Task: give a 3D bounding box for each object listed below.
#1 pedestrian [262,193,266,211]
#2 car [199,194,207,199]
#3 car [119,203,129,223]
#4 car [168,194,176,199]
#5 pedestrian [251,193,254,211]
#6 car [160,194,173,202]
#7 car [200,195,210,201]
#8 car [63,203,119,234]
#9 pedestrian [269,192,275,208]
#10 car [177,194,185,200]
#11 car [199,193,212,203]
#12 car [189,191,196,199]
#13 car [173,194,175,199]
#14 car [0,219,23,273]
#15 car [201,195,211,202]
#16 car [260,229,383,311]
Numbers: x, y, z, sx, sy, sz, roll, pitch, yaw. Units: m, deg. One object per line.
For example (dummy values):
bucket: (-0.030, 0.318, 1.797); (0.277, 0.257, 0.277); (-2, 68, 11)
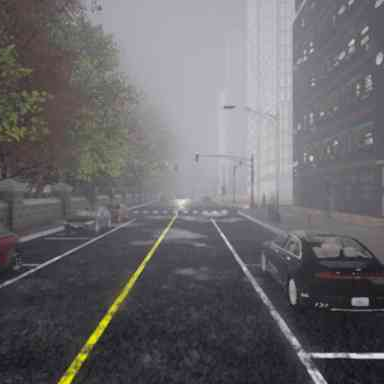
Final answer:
pedestrian: (7.215, 0.966, 33.399); (0.375, 1.860, 0.375); (0, 0, 0)
car: (2.910, 1.220, 90.218); (1.887, 1.381, 4.507); (0, 0, 0)
car: (-5.760, 1.443, 24.157); (1.887, 1.381, 4.507); (0, 0, 0)
car: (-5.471, 1.201, 90.068); (1.752, 1.417, 4.829); (0, 0, 0)
pedestrian: (6.218, 0.990, 34.602); (0.375, 1.860, 0.375); (0, 0, 0)
car: (-5.526, 1.324, 67.707); (1.802, 1.307, 4.206); (0, 0, 0)
car: (2.868, 1.290, 73.320); (1.947, 1.339, 4.313); (0, 0, 0)
car: (-5.721, 1.471, 18.617); (2.008, 1.369, 4.403); (0, 0, 0)
pedestrian: (8.217, 0.888, 33.997); (0.375, 1.860, 0.375); (0, 0, 0)
car: (-2.799, 1.246, 83.561); (1.994, 1.385, 4.181); (0, 0, 0)
car: (2.841, 1.327, 62.055); (1.947, 1.339, 4.313); (0, 0, 0)
car: (0.214, 1.210, 88.931); (2.033, 1.411, 5.357); (0, 0, 0)
car: (-5.498, 1.147, 78.972); (1.967, 1.590, 4.097); (0, 0, 0)
car: (-5.670, 1.407, 7.541); (1.967, 1.590, 4.097); (0, 0, 0)
car: (2.855, 1.308, 67.687); (1.947, 1.339, 4.313); (0, 0, 0)
car: (2.709, 1.518, 7.523); (2.008, 1.369, 4.403); (0, 0, 0)
